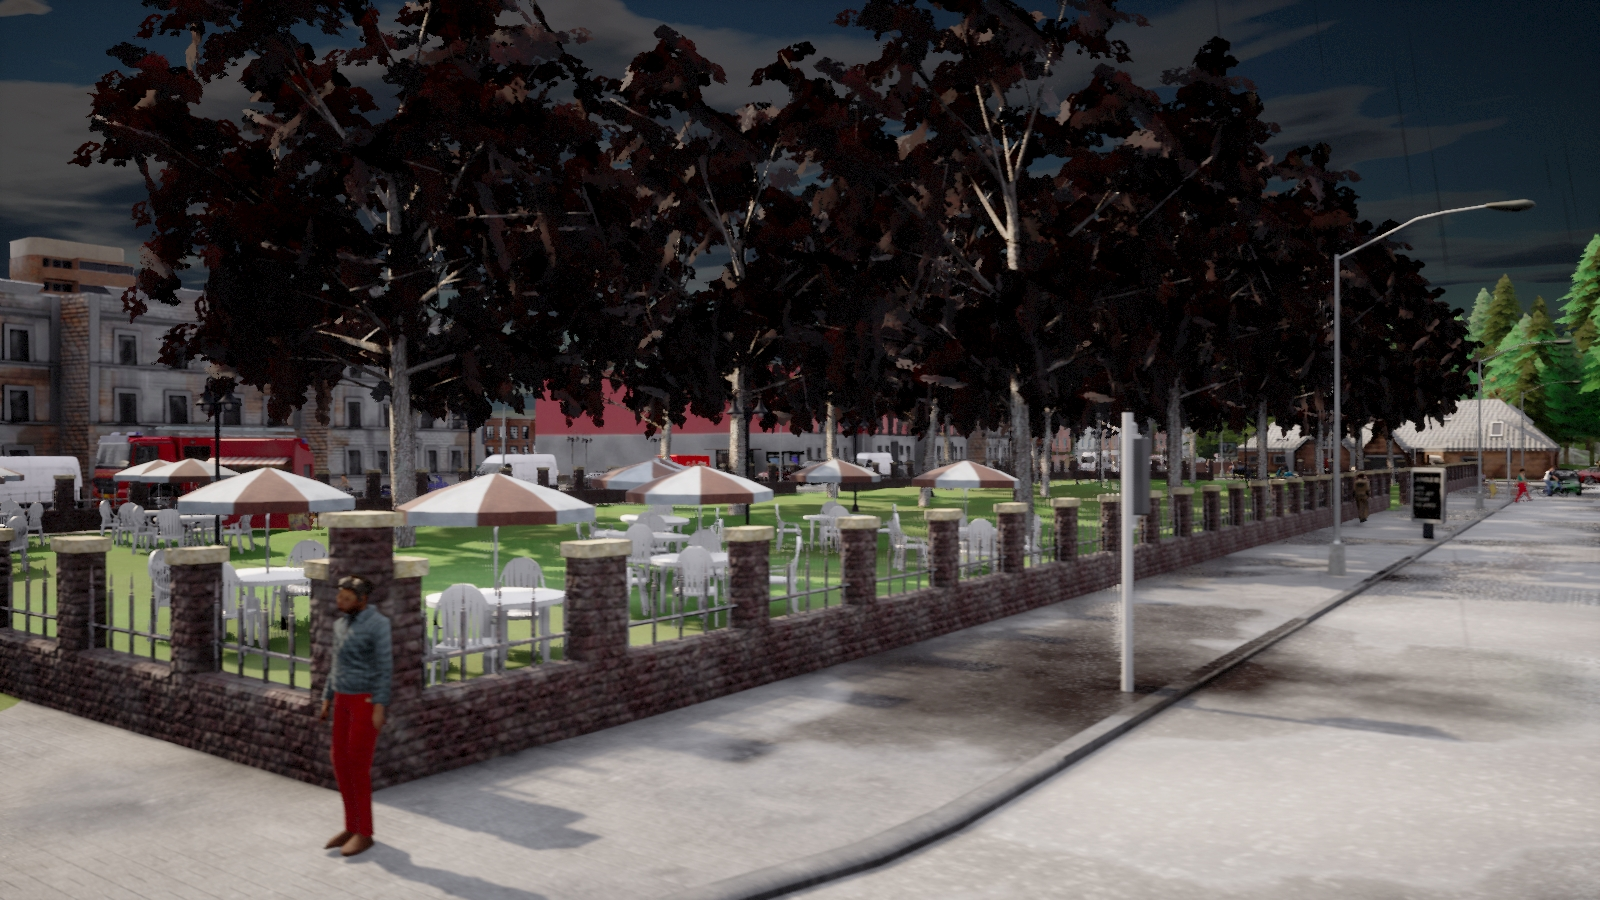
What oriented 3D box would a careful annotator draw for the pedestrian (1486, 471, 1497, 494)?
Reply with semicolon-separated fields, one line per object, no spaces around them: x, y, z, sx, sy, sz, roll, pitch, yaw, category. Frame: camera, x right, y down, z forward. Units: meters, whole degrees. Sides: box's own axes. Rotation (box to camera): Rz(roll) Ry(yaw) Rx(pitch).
38.437;1.803;63.482;0.375;1.300;0.375;0;0;-1;pedestrian

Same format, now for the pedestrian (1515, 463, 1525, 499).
37.379;1.628;59.315;0.375;1.860;0.375;0;0;14;pedestrian

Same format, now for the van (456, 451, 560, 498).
-16.629;1.314;65.345;1.988;2.561;5.915;0;0;35;van

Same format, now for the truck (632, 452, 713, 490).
-8.523;1.348;76.926;2.627;2.467;5.204;0;0;35;truck

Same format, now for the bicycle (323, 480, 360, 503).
-22.680;2.036;56.569;0.859;1.080;1.487;0;0;35;bicycle

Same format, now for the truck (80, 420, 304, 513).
-26.910;0.670;51.048;2.891;3.827;8.468;0;0;35;truck

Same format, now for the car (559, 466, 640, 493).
-12.460;1.814;71.308;2.097;1.535;5.006;0;0;35;car

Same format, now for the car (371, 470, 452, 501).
-20.349;1.818;60.004;1.845;1.501;3.633;0;0;35;car

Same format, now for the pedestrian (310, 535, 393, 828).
-3.003;1.517;7.656;0.375;1.860;0.375;0;0;36;pedestrian

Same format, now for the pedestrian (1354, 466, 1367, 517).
20.521;1.524;41.811;0.375;1.860;0.375;0;0;35;pedestrian

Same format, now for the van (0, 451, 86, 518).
-31.338;1.314;44.281;1.988;2.561;5.915;0;0;35;van
